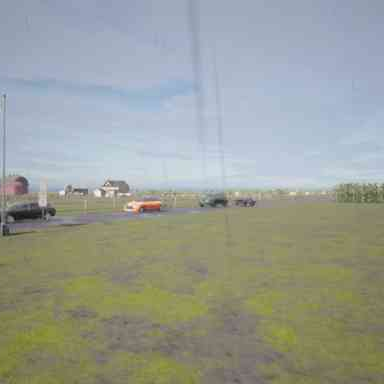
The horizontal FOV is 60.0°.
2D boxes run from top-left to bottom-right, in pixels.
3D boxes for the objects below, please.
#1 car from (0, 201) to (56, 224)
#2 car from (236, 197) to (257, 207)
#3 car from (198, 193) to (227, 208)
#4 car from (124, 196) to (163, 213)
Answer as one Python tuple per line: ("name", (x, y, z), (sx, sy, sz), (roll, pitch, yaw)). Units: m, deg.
("car", (-12.578, 1.469, 24.757), (1.837, 1.490, 4.892), (1, 1, 32))
("car", (8.363, 1.483, 50.892), (1.837, 1.490, 4.892), (1, 0, 34))
("car", (3.121, 1.173, 48.277), (2.150, 2.045, 5.566), (1, 0, 34))
("car", (-5.195, 1.309, 35.878), (2.097, 1.767, 4.553), (1, 0, 34))
